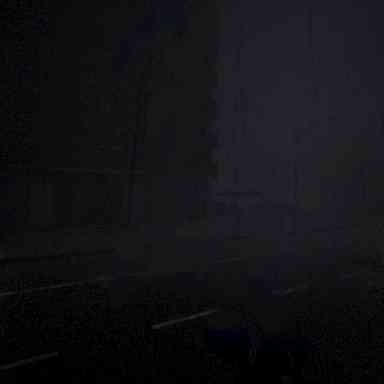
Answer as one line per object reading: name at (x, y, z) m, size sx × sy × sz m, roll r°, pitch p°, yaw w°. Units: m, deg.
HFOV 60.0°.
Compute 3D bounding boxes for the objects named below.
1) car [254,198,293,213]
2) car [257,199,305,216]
car at (10.273, 1.650, 42.134) m, size 2.097 × 1.767 × 4.553 m, roll 1°, pitch 0°, yaw -38°
car at (10.036, 1.739, 36.703) m, size 1.882 × 1.535 × 5.008 m, roll 1°, pitch 0°, yaw -37°
